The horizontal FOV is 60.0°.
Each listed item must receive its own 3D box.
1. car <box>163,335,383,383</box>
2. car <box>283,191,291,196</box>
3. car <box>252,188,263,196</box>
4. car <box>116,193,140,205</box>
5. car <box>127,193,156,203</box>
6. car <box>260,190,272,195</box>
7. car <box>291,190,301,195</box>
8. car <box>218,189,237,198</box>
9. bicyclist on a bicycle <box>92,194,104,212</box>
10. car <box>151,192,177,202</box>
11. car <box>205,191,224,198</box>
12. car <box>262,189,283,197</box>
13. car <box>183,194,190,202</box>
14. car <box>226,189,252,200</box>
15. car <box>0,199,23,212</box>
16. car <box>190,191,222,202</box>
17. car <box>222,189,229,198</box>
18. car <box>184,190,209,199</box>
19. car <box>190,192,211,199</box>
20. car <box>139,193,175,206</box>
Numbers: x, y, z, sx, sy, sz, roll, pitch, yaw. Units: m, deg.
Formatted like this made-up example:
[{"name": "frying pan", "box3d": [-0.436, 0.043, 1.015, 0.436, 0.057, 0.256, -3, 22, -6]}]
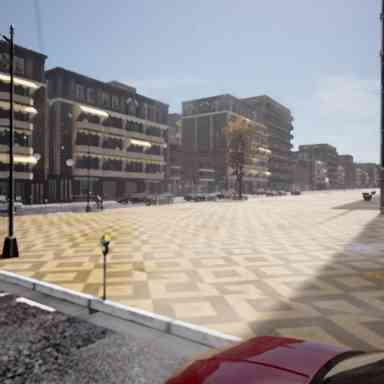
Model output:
[{"name": "car", "box3d": [1.740, 1.545, 1.624, 4.507, 1.381, 1.887, 0, 0, 36]}, {"name": "car", "box3d": [21.265, 0.360, 79.027, 2.008, 1.369, 4.403, 2, 2, 35]}, {"name": "car", "box3d": [17.555, -0.030, 88.373, 2.192, 1.841, 5.009, 2, 2, 35]}, {"name": "car", "box3d": [-8.369, 0.941, 46.460, 1.837, 1.490, 4.892, 1, 1, 35]}, {"name": "car", "box3d": [-7.834, 0.909, 51.769, 1.947, 1.339, 4.313, 2, 2, 35]}, {"name": "car", "box3d": [20.725, 0.114, 92.956, 1.887, 1.381, 4.507, 2, 2, 35]}, {"name": "car", "box3d": [27.613, 0.078, 88.178, 1.967, 1.590, 4.097, 2, 2, 35]}, {"name": "car", "box3d": [8.036, 0.226, 74.645, 2.192, 1.841, 5.009, 2, 2, 35]}, {"name": "bicyclist on a bicycle", "box3d": [-8.696, 1.016, 30.664, 1.656, 1.620, 0.582, 0, 1, 35]}, {"name": "car", "box3d": [-4.661, 0.807, 56.345, 2.008, 1.369, 4.403, 2, 2, 35]}, {"name": "car", "box3d": [4.762, 0.525, 69.934, 1.752, 1.417, 4.829, 2, 2, 35]}, {"name": "car", "box3d": [18.093, 0.445, 74.453, 2.008, 1.369, 4.403, 2, 2, 35]}, {"name": "car", "box3d": [0.769, 0.831, 54.118, 2.033, 1.411, 5.357, 1, 1, 35]}, {"name": "car", "box3d": [8.669, 0.675, 60.862, 1.752, 1.417, 4.829, 2, 2, 35]}, {"name": "car", "box3d": [-18.799, 1.326, 31.434, 1.895, 1.301, 4.718, 1, 1, 35]}, {"name": "car", "box3d": [2.225, 0.876, 51.570, 2.008, 1.369, 4.403, 2, 2, 35]}, {"name": "car", "box3d": [6.632, 0.670, 62.666, 2.033, 1.411, 5.357, 1, 1, 35]}, {"name": "car", "box3d": [0.845, 0.367, 59.579, 2.128, 1.511, 4.902, 1, 1, 35]}, {"name": "car", "box3d": [1.686, 0.649, 65.499, 1.947, 1.339, 4.313, 2, 2, 35]}, {"name": "car", "box3d": [-4.122, 1.050, 42.417, 2.008, 1.369, 4.403, 2, 2, 35]}]
